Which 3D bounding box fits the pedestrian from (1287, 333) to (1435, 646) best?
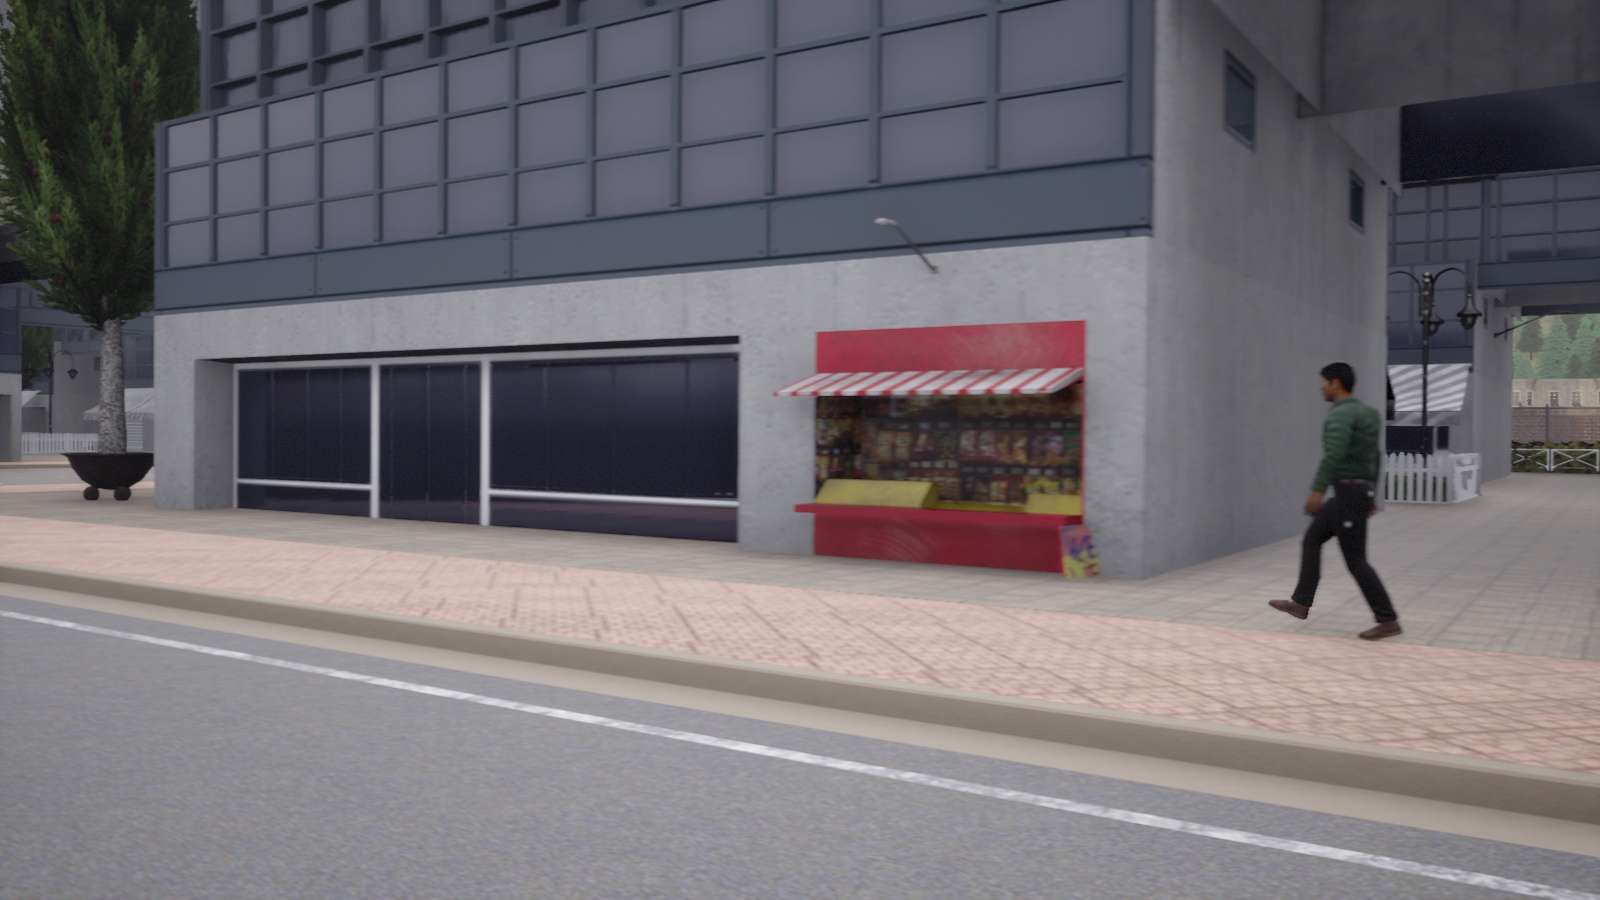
[{"bbox_3d":[3.671,0.244,8.235,0.788,1.949,0.423,0,1,43],"label":"pedestrian"}]
